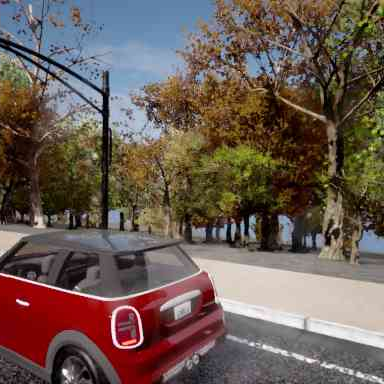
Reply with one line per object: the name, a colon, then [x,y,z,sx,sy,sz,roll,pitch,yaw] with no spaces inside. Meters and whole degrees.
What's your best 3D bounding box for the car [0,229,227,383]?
car: [-1.832,1.351,4.992,4.553,1.767,2.097,0,0,36]
